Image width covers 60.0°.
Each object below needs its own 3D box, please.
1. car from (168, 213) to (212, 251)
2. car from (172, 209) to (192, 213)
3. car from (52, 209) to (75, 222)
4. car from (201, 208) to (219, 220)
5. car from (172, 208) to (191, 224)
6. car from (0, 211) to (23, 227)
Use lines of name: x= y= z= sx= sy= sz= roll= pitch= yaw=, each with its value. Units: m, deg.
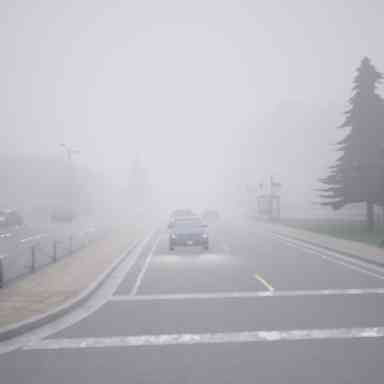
car: x=-0.214 y=2.046 z=17.077 sx=1.812 sy=1.442 sz=4.674 roll=-1 pitch=-2 yaw=-3
car: x=-0.716 y=2.172 z=26.950 sx=2.097 sy=1.767 sz=4.553 roll=-1 pitch=-2 yaw=-3
car: x=-15.210 y=2.730 z=39.360 sx=1.845 sy=1.501 sz=3.633 roll=-1 pitch=-2 yaw=-2
car: x=2.259 y=2.727 z=41.583 sx=1.837 sy=1.490 sz=4.892 roll=-1 pitch=-2 yaw=-3
car: x=-1.187 y=2.611 z=37.284 sx=1.882 sy=1.535 sz=5.008 roll=-1 pitch=-2 yaw=-2
car: x=-17.894 y=2.547 z=31.830 sx=1.970 sy=1.475 sz=3.806 roll=-1 pitch=-2 yaw=-2
